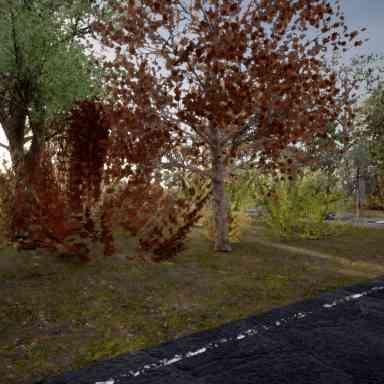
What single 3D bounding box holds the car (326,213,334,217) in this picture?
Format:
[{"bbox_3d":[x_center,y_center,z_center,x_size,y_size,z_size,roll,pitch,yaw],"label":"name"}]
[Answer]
[{"bbox_3d":[9.289,1.148,27.120,2.097,1.767,4.553,-1,1,-36],"label":"car"}]
